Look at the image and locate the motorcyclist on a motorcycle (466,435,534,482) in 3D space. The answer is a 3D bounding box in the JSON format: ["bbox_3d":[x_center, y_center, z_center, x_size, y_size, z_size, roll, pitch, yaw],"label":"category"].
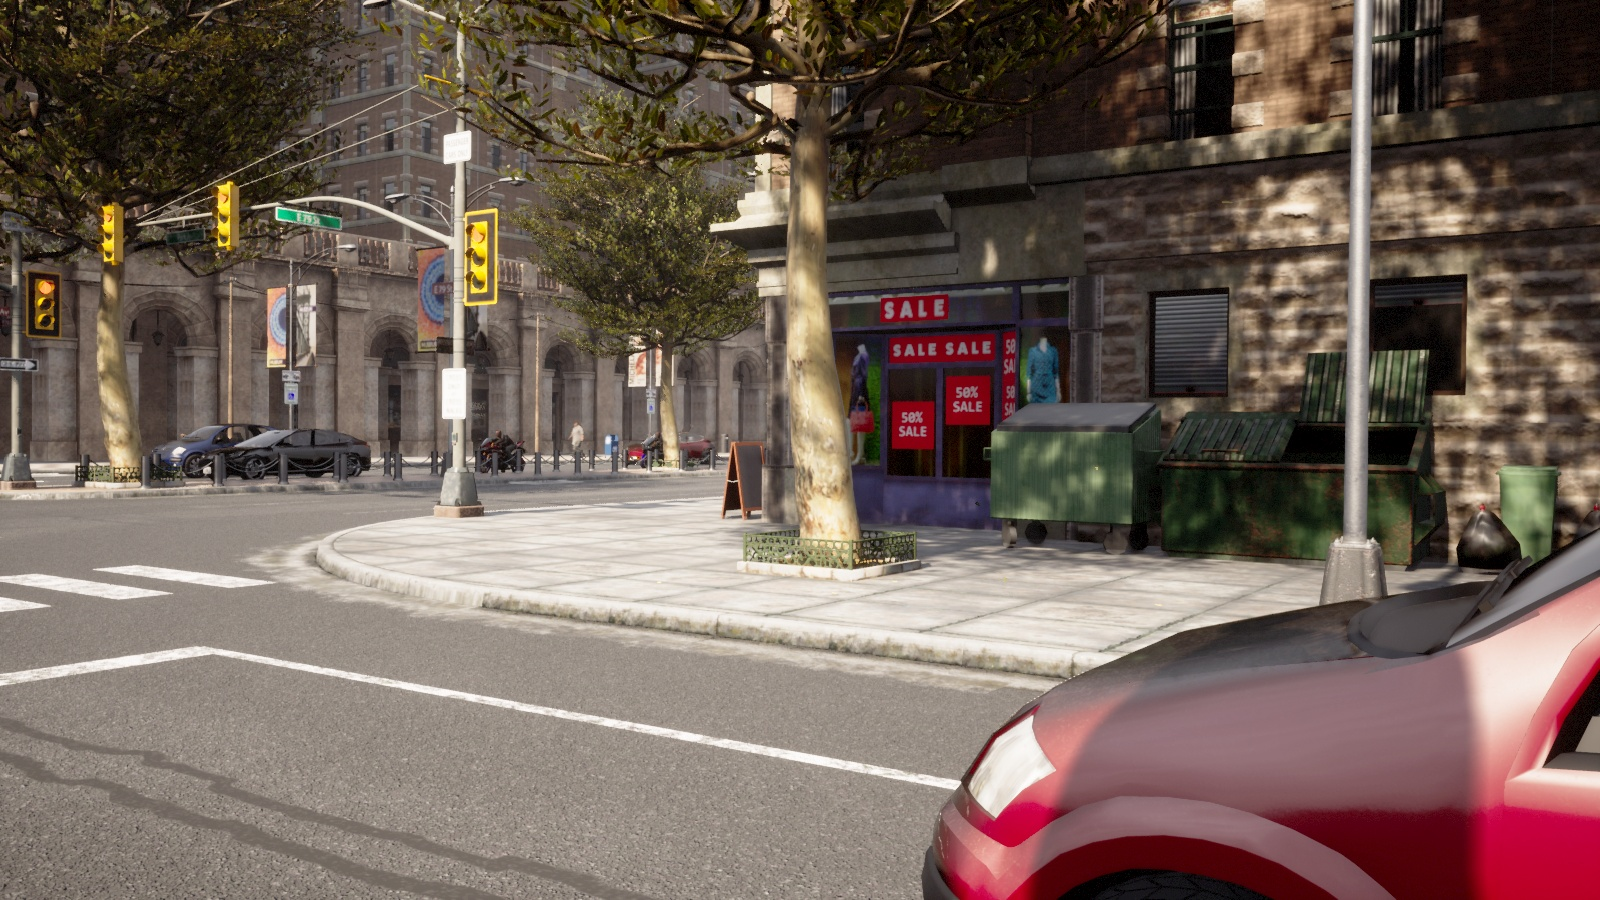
[{"bbox_3d":[-10.093,0.280,42.330,0.866,1.530,2.191,0,1,34],"label":"motorcyclist on a motorcycle"}]

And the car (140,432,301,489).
[{"bbox_3d":[-17.354,0.271,37.773,1.851,1.617,3.988,0,1,35],"label":"car"}]

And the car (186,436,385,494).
[{"bbox_3d":[-14.508,0.375,35.676,2.163,1.488,4.792,0,1,35],"label":"car"}]

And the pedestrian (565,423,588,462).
[{"bbox_3d":[-11.185,-0.368,62.823,0.873,1.952,0.659,-1,1,-41],"label":"pedestrian"}]

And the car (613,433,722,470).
[{"bbox_3d":[-5.765,0.032,55.035,2.163,1.488,4.792,0,1,34],"label":"car"}]

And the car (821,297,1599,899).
[{"bbox_3d":[2.221,0.580,2.146,3.988,1.617,1.851,0,1,34],"label":"car"}]

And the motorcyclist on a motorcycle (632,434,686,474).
[{"bbox_3d":[-5.495,0.145,49.164,0.866,1.530,2.191,0,1,34],"label":"motorcyclist on a motorcycle"}]
